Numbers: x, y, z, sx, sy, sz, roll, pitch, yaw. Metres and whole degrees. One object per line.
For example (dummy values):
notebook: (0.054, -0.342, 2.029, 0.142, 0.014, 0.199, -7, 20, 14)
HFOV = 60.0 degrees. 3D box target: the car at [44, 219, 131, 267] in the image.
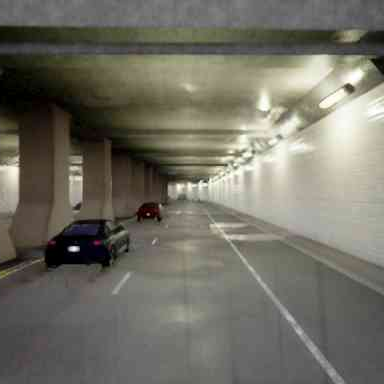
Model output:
car: (-3.403, 1.618, 11.588, 1.994, 1.385, 4.181, 0, 0, 0)

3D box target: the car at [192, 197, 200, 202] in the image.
car: (1.098, 1.941, 89.622, 1.812, 1.442, 4.674, 0, 0, -3)

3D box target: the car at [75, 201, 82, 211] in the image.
car: (-14.089, 1.771, 44.528, 1.994, 1.385, 4.181, 0, 0, 0)

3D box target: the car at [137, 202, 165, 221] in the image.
car: (-3.406, 1.609, 28.292, 1.882, 1.535, 5.008, 0, 0, 0)
